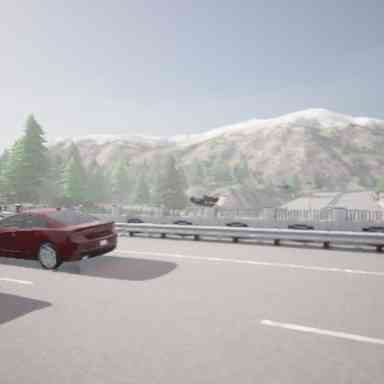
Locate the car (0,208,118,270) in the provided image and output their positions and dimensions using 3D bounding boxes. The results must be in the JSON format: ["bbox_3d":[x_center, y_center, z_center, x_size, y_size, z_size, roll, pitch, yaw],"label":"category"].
[{"bbox_3d":[-4.590,1.233,10.018,5.008,1.535,1.882,-1,2,26],"label":"car"}]

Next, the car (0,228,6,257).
[{"bbox_3d":[-6.434,1.516,7.036,4.718,1.301,1.895,-1,2,26],"label":"car"}]
